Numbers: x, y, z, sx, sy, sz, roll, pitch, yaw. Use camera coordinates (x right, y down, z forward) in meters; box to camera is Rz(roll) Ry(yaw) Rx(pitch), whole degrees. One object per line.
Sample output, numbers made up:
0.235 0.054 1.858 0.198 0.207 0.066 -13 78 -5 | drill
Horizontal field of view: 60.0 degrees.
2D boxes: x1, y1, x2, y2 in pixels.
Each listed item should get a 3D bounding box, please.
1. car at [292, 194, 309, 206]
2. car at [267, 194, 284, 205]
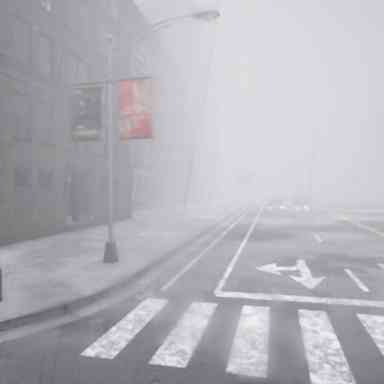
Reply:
14.756 1.005 45.333 2.128 1.511 4.902 -1 1 14 | car
11.599 1.067 46.100 1.812 1.442 4.674 -1 1 14 | car
